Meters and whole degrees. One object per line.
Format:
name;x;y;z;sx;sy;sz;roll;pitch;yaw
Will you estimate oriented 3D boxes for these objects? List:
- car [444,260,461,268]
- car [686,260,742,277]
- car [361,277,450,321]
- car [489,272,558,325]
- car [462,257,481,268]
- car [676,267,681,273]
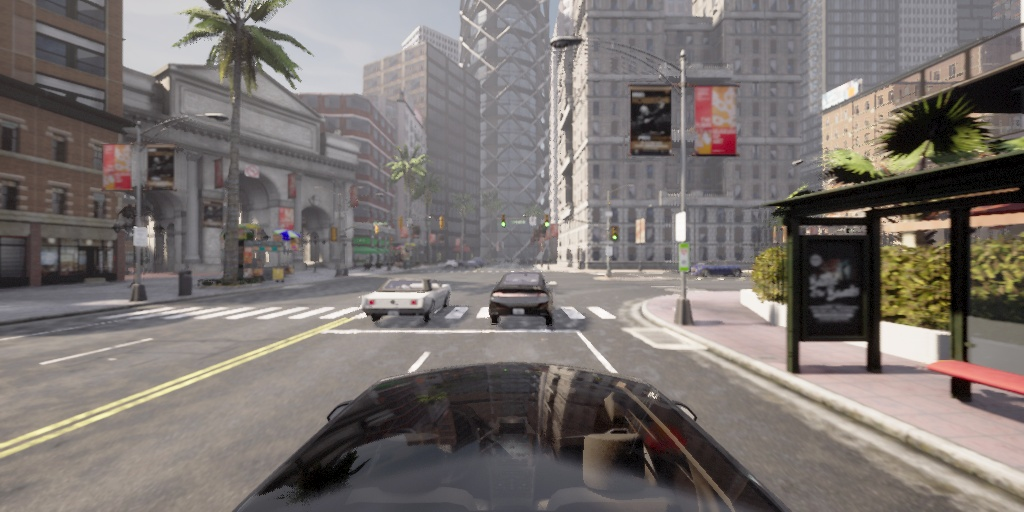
car;-10.508;1.398;62.344;1.812;1.442;4.674;0;0;0
car;20.208;1.172;35.777;4.553;1.767;2.097;0;0;0
car;-3.406;1.373;12.549;1.895;1.301;4.718;0;0;0
car;0.454;1.263;11.943;2.128;1.511;4.902;0;0;6
car;-7.008;1.398;62.643;1.812;1.442;4.674;0;0;0
car;20.621;1.428;39.284;4.718;1.301;1.895;0;0;0
